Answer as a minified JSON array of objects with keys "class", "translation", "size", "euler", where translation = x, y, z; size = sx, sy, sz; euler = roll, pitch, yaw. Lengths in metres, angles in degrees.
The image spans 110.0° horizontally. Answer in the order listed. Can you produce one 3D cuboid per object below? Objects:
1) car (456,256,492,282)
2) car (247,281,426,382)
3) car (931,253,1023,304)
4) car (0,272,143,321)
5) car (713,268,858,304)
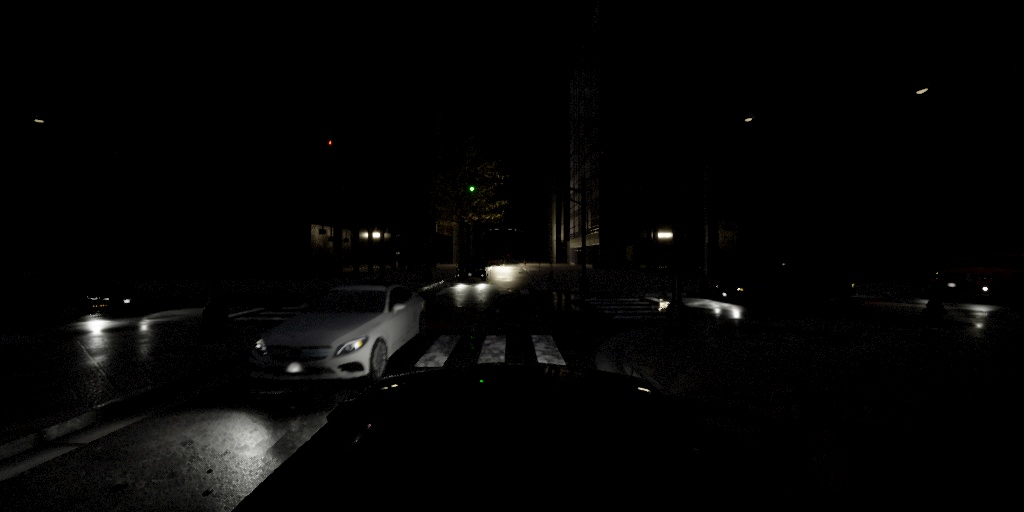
[{"class":"car","translation":[-3.117,1.000,29.262],"size":[2.150,2.045,5.566],"euler":[0,0,0]},{"class":"car","translation":[-3.021,1.279,7.293],"size":[1.812,1.442,4.674],"euler":[0,0,0]},{"class":"car","translation":[21.764,0.892,15.502],"size":[5.566,2.045,2.150],"euler":[0,0,0]},{"class":"car","translation":[-15.493,1.295,12.155],"size":[4.892,1.490,1.837],"euler":[0,0,0]},{"class":"car","translation":[11.718,1.245,15.477],"size":[5.357,1.411,2.033],"euler":[0,0,-4]}]
